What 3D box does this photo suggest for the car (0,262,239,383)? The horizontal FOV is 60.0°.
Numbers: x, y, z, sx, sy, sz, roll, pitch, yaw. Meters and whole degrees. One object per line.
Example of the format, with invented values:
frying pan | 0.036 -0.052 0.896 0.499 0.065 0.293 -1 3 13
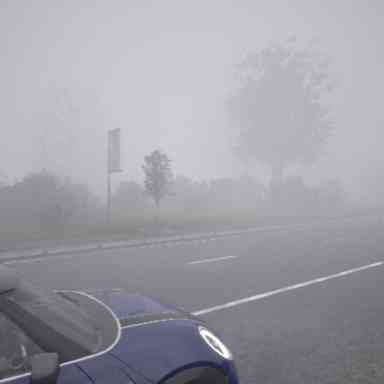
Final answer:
car | -1.782 1.353 2.493 4.553 1.767 2.097 0 0 -35
